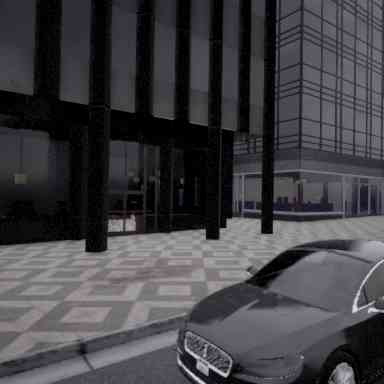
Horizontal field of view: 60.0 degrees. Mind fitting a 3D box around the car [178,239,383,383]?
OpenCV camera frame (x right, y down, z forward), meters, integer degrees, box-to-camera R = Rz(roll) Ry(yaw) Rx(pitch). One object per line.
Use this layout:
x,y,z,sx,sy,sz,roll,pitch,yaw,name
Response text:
2.083,1.508,4.739,4.892,1.490,1.837,0,0,-35,car
